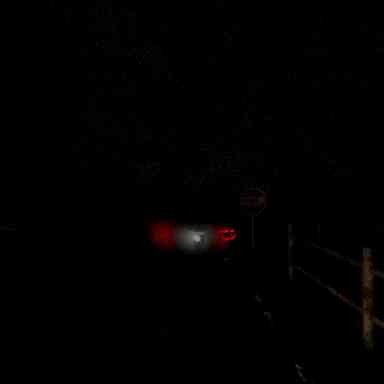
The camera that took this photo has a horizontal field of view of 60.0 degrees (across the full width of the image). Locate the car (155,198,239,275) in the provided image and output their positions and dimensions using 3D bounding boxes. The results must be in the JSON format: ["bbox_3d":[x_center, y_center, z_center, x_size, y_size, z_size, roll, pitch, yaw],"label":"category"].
[{"bbox_3d":[0.284,1.188,10.509,2.150,2.045,5.566,0,0,5],"label":"car"}]
